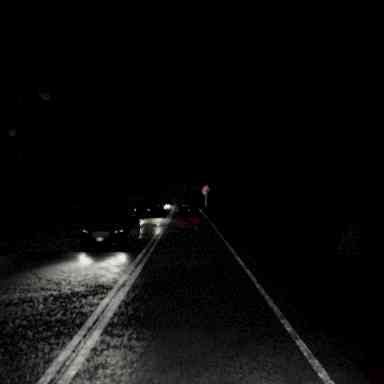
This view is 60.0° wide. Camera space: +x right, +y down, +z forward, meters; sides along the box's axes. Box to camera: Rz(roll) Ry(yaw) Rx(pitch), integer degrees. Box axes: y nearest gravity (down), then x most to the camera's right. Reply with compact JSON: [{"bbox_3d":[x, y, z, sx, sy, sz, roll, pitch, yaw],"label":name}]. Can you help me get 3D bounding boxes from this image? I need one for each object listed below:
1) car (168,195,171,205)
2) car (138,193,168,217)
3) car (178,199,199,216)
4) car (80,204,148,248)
[{"bbox_3d":[-4.366,1.194,52.635,2.128,1.511,4.902,0,1,-2],"label":"car"},{"bbox_3d":[-3.758,1.168,31.226,2.150,2.045,5.566,0,1,-1],"label":"car"},{"bbox_3d":[-0.355,1.432,32.430,2.128,1.511,4.902,0,0,-2],"label":"car"},{"bbox_3d":[-3.463,1.499,14.856,2.128,1.511,4.902,0,0,-1],"label":"car"}]
